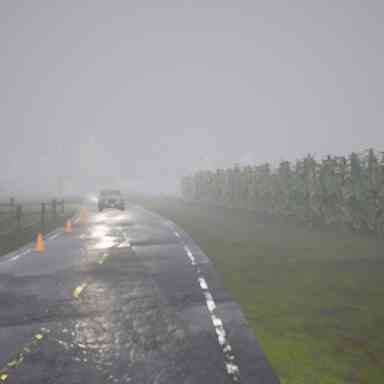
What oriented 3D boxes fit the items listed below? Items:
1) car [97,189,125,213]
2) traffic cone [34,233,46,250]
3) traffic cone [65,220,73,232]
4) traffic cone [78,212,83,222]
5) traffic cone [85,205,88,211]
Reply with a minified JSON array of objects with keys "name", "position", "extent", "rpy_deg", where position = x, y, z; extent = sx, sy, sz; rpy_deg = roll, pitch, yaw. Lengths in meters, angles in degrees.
[{"name":"car","position":[-7.428,0.712,30.433],"extent":[2.150,2.045,5.566],"rpy_deg":[0,1,-17]},{"name":"traffic cone","position":[-5.453,1.763,11.929],"extent":[0.340,0.580,0.340],"rpy_deg":[0,1,-8]},{"name":"traffic cone","position":[-6.209,1.683,16.748],"extent":[0.340,0.580,0.340],"rpy_deg":[0,1,-10]},{"name":"traffic cone","position":[-7.199,1.603,21.524],"extent":[0.340,0.580,0.340],"rpy_deg":[0,1,-13]},{"name":"traffic cone","position":[-8.421,1.524,26.247],"extent":[0.340,0.580,0.340],"rpy_deg":[0,1,-16]}]
